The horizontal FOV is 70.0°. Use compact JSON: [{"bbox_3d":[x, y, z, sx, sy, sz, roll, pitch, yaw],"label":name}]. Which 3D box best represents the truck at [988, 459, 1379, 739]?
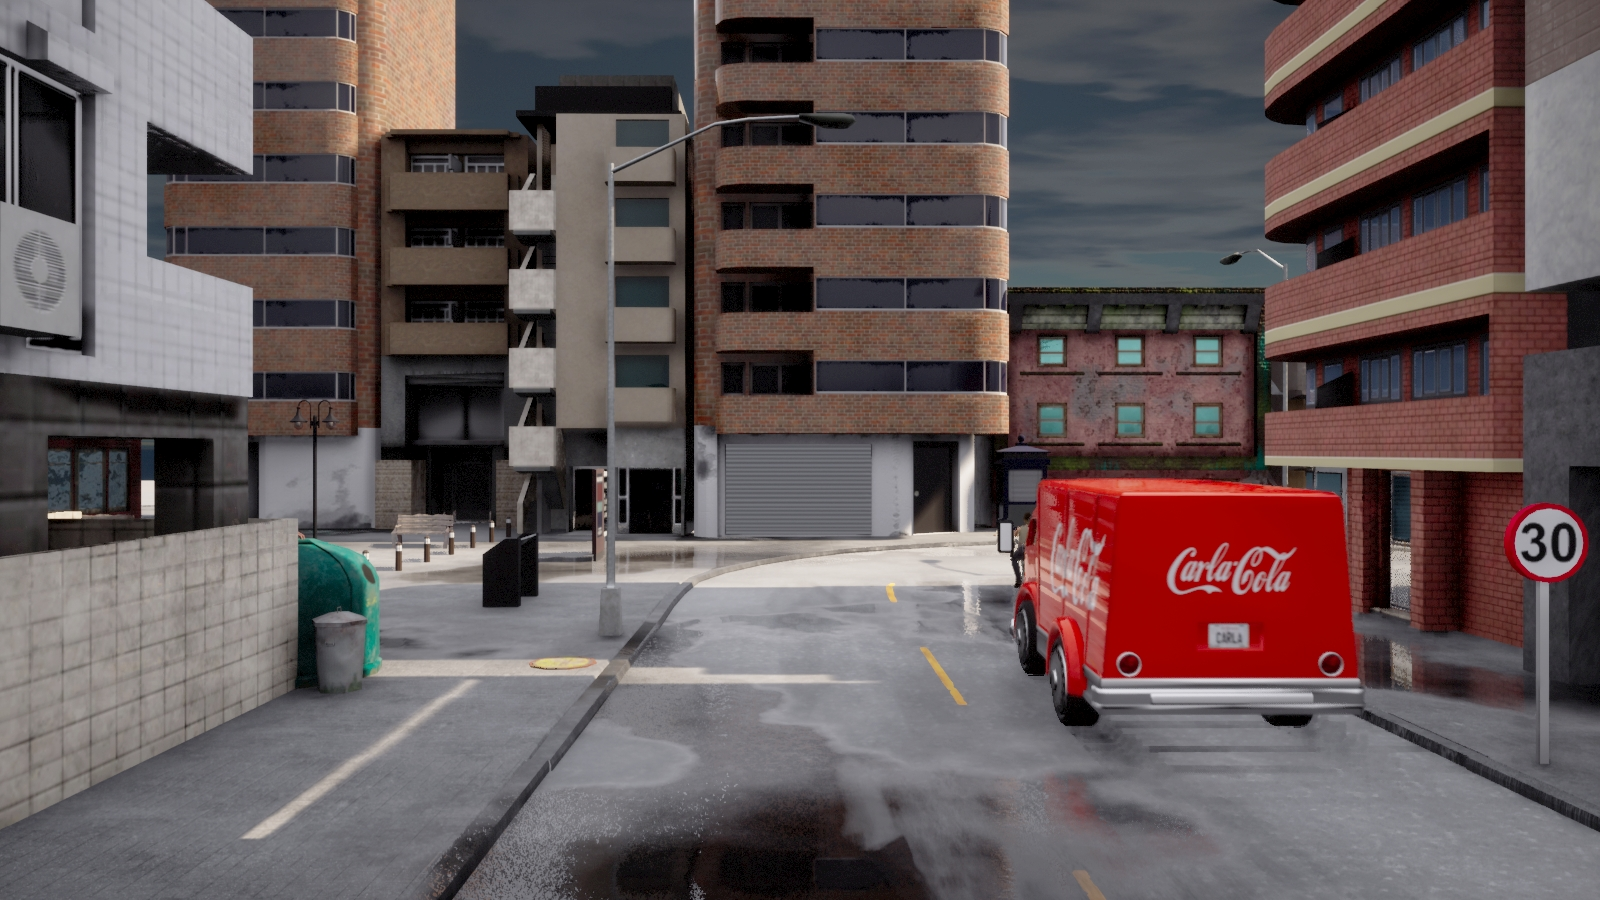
[{"bbox_3d":[3.862,1.353,12.832,2.627,2.467,5.204,0,0,0],"label":"truck"}]
